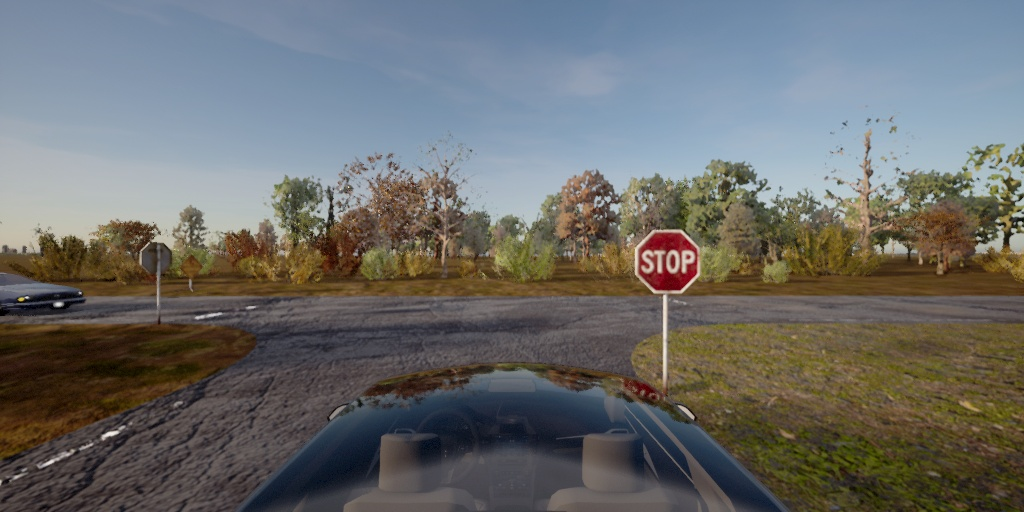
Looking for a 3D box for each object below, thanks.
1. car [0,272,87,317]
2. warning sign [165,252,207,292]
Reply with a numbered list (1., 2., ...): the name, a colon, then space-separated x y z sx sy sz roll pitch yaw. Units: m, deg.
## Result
1. car: -18.178 1.272 12.287 5.357 1.411 2.033 0 0 0
2. warning sign: -16.163 0.836 18.034 1.060 1.860 1.300 0 0 0
